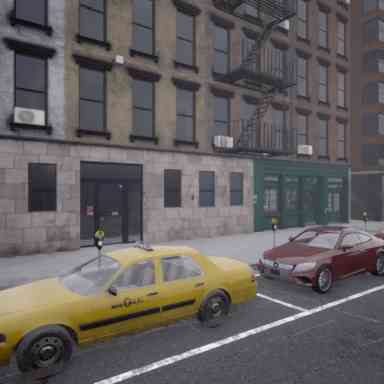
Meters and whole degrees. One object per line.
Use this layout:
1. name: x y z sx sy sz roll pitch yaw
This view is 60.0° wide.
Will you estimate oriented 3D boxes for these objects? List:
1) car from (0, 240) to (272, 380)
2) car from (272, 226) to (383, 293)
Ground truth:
1. car: -1.036 1.525 5.455 4.829 1.417 1.752 0 0 -36
2. car: 3.588 1.583 8.768 4.206 1.307 1.802 0 0 -36
